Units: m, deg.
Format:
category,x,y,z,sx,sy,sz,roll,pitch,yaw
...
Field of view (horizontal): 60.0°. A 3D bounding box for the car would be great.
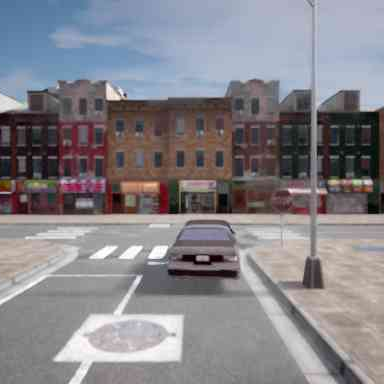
category,x,y,z,sx,sy,sz,roll,pitch,yaw
car,0.451,1.534,9.963,2.033,1.411,5.357,0,0,5
